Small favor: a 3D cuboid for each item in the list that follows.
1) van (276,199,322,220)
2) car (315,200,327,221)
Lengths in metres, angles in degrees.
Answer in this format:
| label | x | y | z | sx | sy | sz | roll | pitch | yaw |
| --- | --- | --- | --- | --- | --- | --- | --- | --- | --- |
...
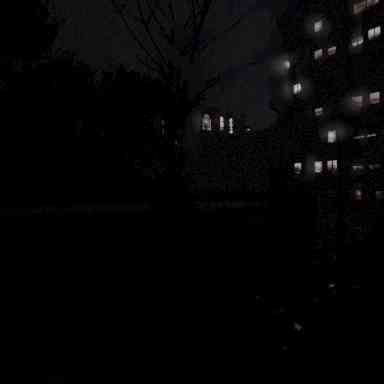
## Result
| label | x | y | z | sx | sy | sz | roll | pitch | yaw |
| --- | --- | --- | --- | --- | --- | --- | --- | --- | --- |
| van | 10.434 | 1.647 | 32.600 | 1.690 | 1.788 | 3.998 | -1 | 0 | -36 |
| car | 9.524 | 1.634 | 29.591 | 2.097 | 1.767 | 4.553 | 0 | -1 | -37 |
